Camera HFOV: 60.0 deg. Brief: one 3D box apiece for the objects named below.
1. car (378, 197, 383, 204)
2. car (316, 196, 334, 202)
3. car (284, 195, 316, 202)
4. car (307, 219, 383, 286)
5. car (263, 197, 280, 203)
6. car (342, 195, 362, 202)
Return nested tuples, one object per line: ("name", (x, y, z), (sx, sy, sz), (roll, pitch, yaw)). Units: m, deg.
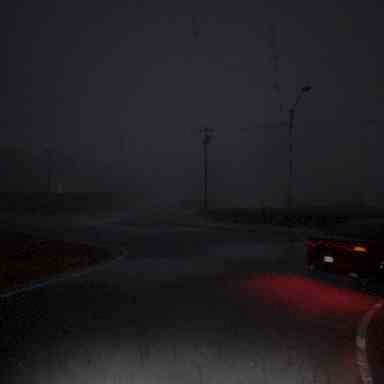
("car", (39.280, 1.604, 66.672), (2.128, 1.511, 4.902), (0, 0, 2))
("car", (31.742, 1.795, 79.491), (4.193, 1.474, 1.816), (0, 0, 3))
("car", (17.944, 1.515, 56.450), (4.605, 1.855, 1.932), (0, 0, 3))
("car", (5.484, 1.509, 9.539), (5.008, 1.535, 1.882), (0, -1, -32))
("car", (18.835, 1.804, 78.911), (3.905, 1.438, 1.784), (0, 0, 3))
("car", (31.668, 1.555, 65.997), (3.866, 1.878, 1.905), (0, 0, 3))
